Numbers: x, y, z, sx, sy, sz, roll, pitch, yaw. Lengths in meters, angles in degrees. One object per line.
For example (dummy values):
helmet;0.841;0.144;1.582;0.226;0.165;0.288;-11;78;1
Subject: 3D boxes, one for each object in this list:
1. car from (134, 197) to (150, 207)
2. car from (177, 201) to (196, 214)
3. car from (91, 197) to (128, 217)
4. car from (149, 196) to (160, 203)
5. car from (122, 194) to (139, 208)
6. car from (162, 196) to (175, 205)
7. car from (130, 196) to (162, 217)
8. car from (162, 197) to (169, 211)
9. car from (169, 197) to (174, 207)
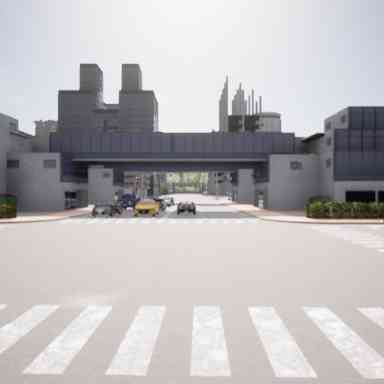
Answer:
car;-7.731;1.533;51.842;1.812;1.442;4.674;0;0;0
car;-0.565;1.611;35.430;1.895;1.301;4.718;0;0;0
car;-7.845;1.503;31.054;2.128;1.511;4.902;0;0;2
car;-7.680;1.545;67.993;1.812;1.442;4.674;0;0;0
car;-7.762;1.230;41.621;2.150;2.045;5.566;0;0;0
car;-4.234;1.552;61.369;2.033;1.411;5.357;0;0;0
car;-4.260;1.488;31.742;1.882;1.535;5.008;0;0;0
car;-4.263;1.514;41.176;1.837;1.490;4.892;0;0;0
car;-4.248;1.533;51.423;1.812;1.442;4.674;0;0;0
